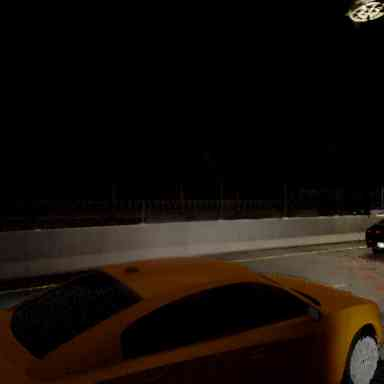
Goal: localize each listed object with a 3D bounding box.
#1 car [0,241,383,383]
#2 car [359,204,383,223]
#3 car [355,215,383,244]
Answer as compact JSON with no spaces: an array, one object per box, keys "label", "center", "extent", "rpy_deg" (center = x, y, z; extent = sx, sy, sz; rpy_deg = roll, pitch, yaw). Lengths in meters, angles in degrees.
[{"label":"car","center":[0.107,1.484,3.629],"extent":[5.008,1.535,1.882],"rpy_deg":[1,0,-34]},{"label":"car","center":[16.215,1.719,27.230],"extent":[4.674,1.442,1.812],"rpy_deg":[1,0,-19]},{"label":"car","center":[8.715,1.603,12.584],"extent":[4.892,1.490,1.837],"rpy_deg":[1,0,-27]}]
